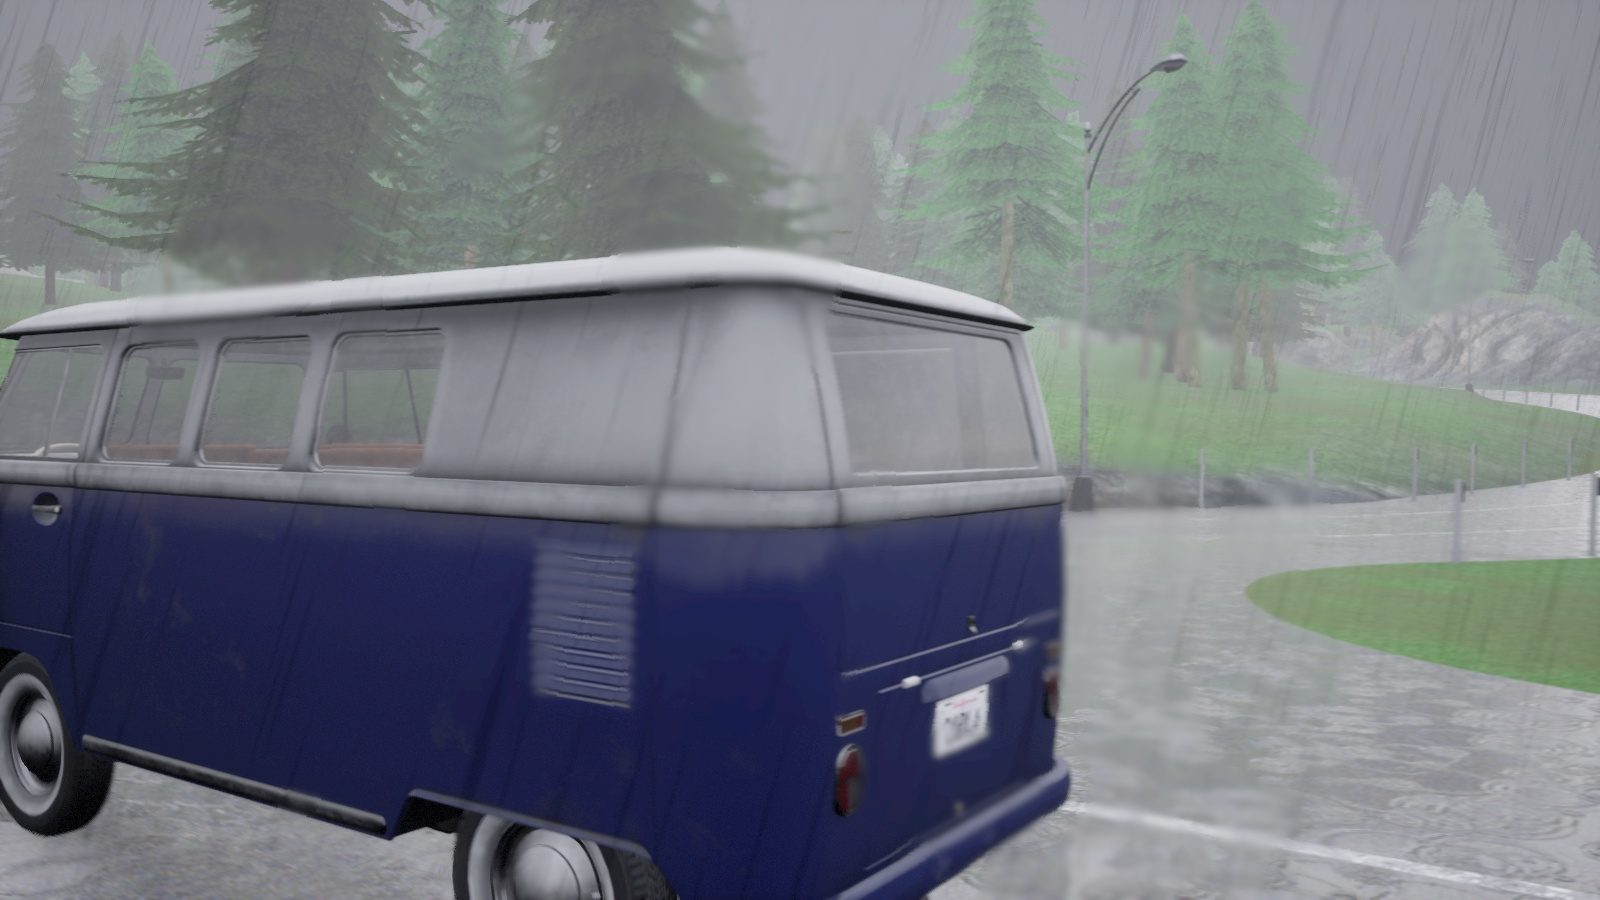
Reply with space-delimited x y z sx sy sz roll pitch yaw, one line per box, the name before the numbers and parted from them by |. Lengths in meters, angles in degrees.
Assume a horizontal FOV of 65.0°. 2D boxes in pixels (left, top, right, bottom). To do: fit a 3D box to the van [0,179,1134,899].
van | -1.285 0.436 4.473 4.442 1.987 1.775 0 1 34
